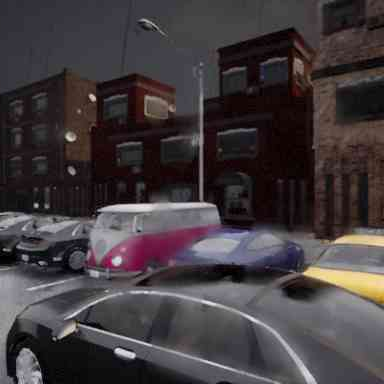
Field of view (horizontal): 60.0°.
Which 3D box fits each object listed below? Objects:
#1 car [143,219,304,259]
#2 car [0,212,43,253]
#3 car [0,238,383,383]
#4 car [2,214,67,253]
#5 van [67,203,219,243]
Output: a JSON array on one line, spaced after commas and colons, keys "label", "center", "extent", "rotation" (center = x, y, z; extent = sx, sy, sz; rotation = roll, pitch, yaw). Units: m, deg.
[{"label": "car", "center": [1.241, 1.553, 8.065], "extent": [2.002, 1.452, 4.674], "rotation": [-1, 0, 35]}, {"label": "car", "center": [-5.495, 1.599, 12.864], "extent": [2.231, 1.521, 4.892], "rotation": [-1, 0, 35]}, {"label": "car", "center": [0.002, 1.522, 3.377], "extent": [4.892, 1.490, 1.837], "rotation": [-1, 0, 36]}, {"label": "car", "center": [-3.251, 1.570, 11.264], "extent": [2.231, 1.521, 4.892], "rotation": [-1, 0, 35]}, {"label": "van", "center": [-0.971, 1.314, 9.502], "extent": [1.878, 1.987, 4.442], "rotation": [-1, 0, 36]}]
